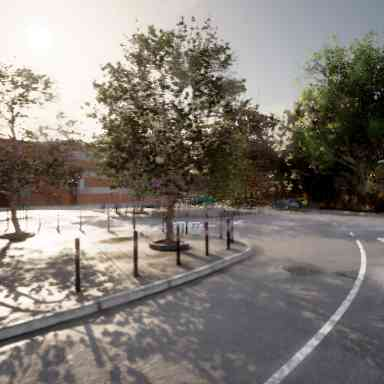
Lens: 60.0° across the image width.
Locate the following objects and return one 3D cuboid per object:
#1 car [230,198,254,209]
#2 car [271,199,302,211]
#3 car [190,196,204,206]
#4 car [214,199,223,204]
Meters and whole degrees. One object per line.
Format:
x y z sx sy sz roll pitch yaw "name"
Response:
7.026 1.653 47.299 1.837 1.490 4.892 0 0 -20 "car"
12.178 1.588 43.130 2.128 1.511 4.902 0 0 -19 "car"
0.995 1.890 63.676 2.033 1.411 5.357 0 -1 -13 "car"
6.734 1.715 78.706 2.150 2.045 5.566 0 -1 17 "car"
